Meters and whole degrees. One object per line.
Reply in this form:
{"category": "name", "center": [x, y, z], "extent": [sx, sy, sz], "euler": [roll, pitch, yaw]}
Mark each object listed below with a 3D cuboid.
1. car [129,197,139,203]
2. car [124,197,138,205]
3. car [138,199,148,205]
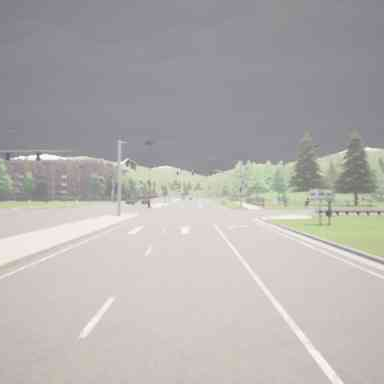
{"category": "car", "center": [-14.994, 2.092, 86.623], "extent": [1.812, 1.442, 4.674], "euler": [0, -1, 0]}
{"category": "car", "center": [-14.994, 2.434, 80.343], "extent": [1.994, 1.385, 4.181], "euler": [0, -1, 0]}
{"category": "car", "center": [-11.494, 2.444, 82.316], "extent": [2.033, 1.411, 5.357], "euler": [0, -1, 0]}
